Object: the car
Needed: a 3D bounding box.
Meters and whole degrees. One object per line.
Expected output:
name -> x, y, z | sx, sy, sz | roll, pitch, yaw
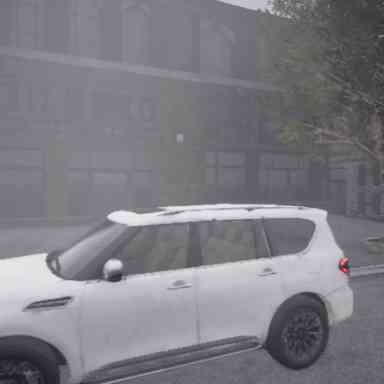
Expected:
car -> -0.426, 1.213, 4.553 | 5.566, 2.045, 2.150 | 0, 0, -23
